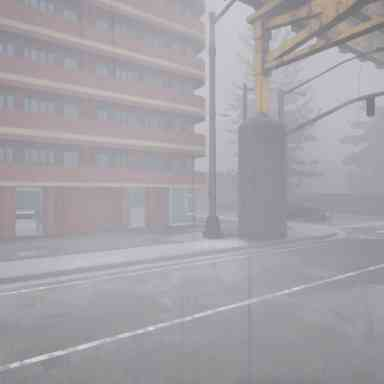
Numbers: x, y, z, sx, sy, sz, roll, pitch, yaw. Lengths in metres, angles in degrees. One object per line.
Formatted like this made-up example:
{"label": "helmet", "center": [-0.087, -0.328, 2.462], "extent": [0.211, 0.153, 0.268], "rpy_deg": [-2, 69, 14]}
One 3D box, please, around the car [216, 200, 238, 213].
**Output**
{"label": "car", "center": [4.503, 1.577, 37.417], "extent": [2.033, 1.411, 5.357], "rpy_deg": [0, 0, -35]}

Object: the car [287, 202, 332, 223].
{"label": "car", "center": [8.284, 1.501, 25.678], "extent": [2.128, 1.511, 4.902], "rpy_deg": [0, 0, -35]}
